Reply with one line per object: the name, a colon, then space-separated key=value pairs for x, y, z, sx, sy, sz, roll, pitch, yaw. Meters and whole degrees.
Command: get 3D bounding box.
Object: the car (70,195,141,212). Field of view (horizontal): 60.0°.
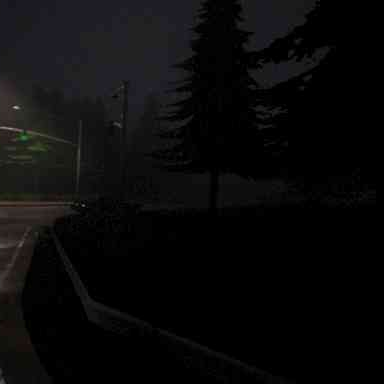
car: x=-6.302 y=0.944 z=25.028 sx=2.033 sy=1.411 sz=5.357 roll=5 pitch=3 yaw=42
